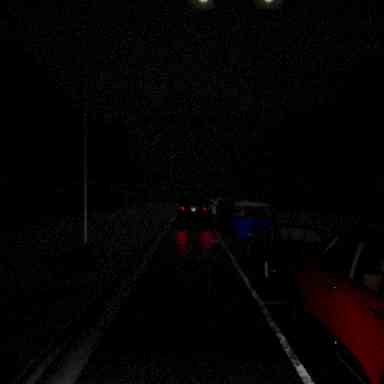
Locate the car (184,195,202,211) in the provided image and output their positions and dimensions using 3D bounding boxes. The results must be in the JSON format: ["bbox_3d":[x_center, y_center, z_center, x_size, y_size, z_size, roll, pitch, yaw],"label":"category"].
[{"bbox_3d":[0.100,1.335,42.100,2.097,1.767,4.553,0,0,0],"label":"car"}]

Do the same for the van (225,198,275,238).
[{"bbox_3d":[2.635,1.336,14.916,1.690,1.788,3.998,0,0,0],"label":"van"}]

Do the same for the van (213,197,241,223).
[{"bbox_3d":[2.635,1.331,25.867,1.690,1.788,3.998,0,0,0],"label":"van"}]

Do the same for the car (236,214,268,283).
[{"bbox_3d":[2.635,1.547,9.441,2.008,1.369,4.403,0,0,0],"label":"car"}]

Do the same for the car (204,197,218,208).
[{"bbox_3d":[2.636,1.506,47.939,1.752,1.417,4.829,0,0,0],"label":"car"}]

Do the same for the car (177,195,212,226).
[{"bbox_3d":[0.099,1.211,23.575,2.150,2.045,5.566,0,0,0],"label":"car"}]

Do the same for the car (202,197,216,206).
[{"bbox_3d":[2.636,1.529,53.245,2.008,1.369,4.403,0,0,0],"label":"car"}]

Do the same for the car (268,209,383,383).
[{"bbox_3d":[2.634,1.314,3.965,2.192,1.841,5.009,0,0,0],"label":"car"}]

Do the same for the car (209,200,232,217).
[{"bbox_3d":[2.636,1.513,31.512,1.752,1.417,4.829,0,0,0],"label":"car"}]

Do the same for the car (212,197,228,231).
[{"bbox_3d":[2.635,1.307,20.391,2.192,1.841,5.009,0,0,0],"label":"car"}]

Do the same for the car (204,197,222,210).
[{"bbox_3d":[2.636,1.423,42.293,1.967,1.590,4.097,0,0,0],"label":"car"}]
